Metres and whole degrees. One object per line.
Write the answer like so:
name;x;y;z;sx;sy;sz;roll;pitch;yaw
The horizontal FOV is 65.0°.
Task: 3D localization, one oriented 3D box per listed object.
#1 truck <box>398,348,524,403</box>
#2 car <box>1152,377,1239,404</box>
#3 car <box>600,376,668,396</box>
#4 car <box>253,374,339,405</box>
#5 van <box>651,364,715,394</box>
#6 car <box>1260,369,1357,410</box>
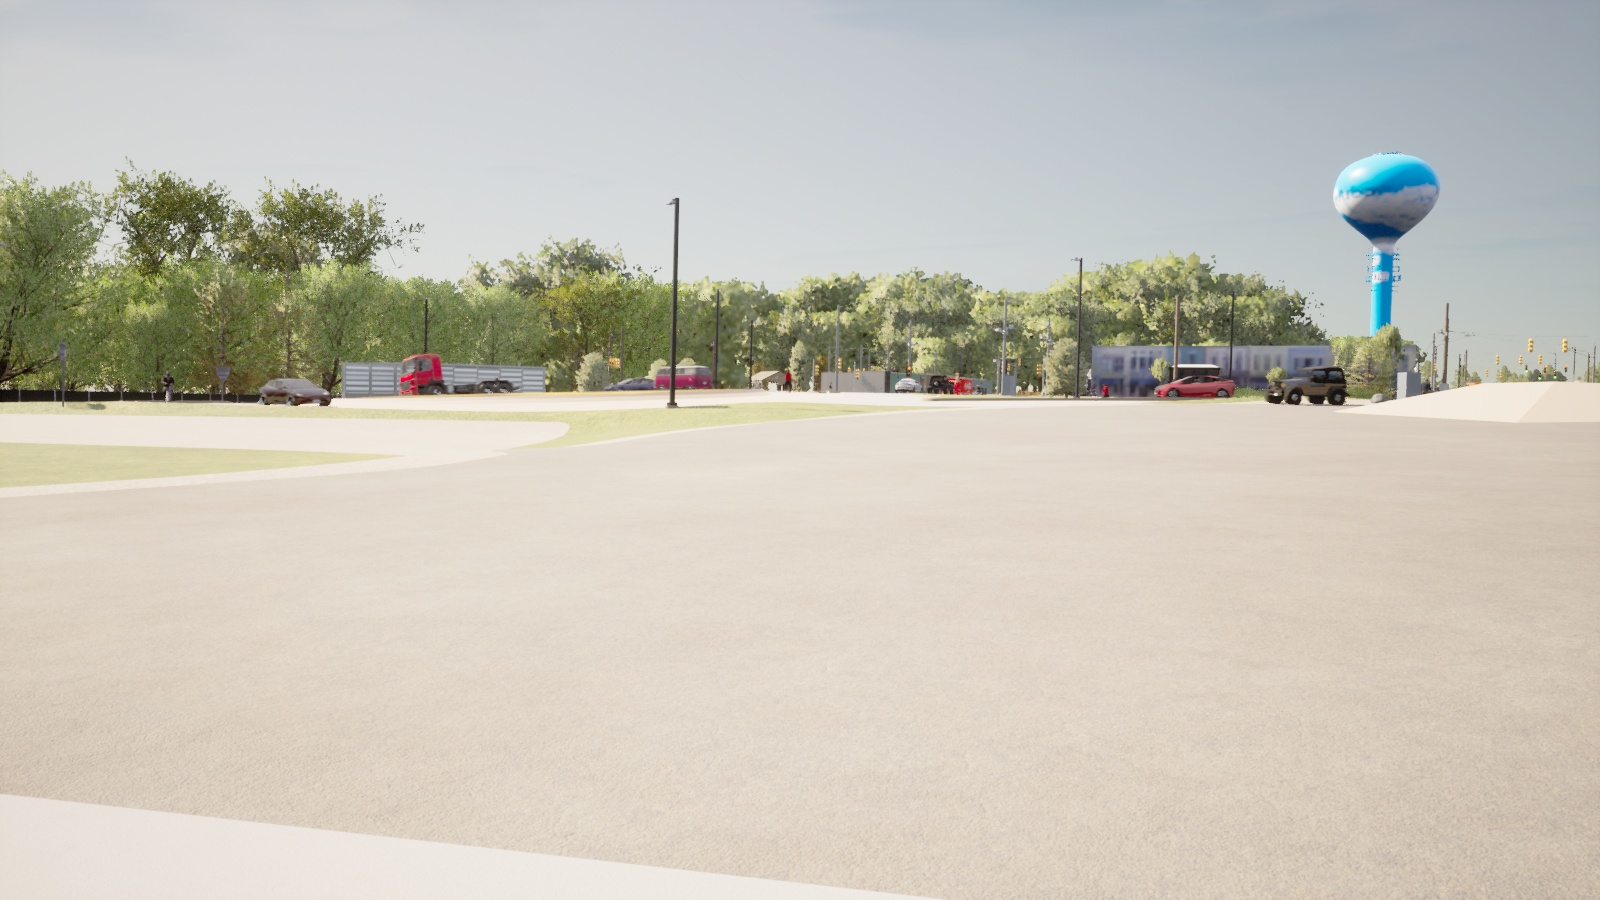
truck;-24.204;-5.367;89.949;7.936;3.462;2.891;-4;-1;-37
car;23.298;-3.497;74.167;4.514;1.525;2.007;1;1;4
car;-12.920;-4.978;97.577;4.792;1.488;2.163;-1;3;-28
car;-25.716;-3.108;64.001;4.792;1.488;2.163;3;6;42
van;-8.369;-5.047;89.587;4.442;1.987;1.775;1;1;35
car;24.626;-2.942;60.882;3.866;1.878;1.905;1;4;-12
